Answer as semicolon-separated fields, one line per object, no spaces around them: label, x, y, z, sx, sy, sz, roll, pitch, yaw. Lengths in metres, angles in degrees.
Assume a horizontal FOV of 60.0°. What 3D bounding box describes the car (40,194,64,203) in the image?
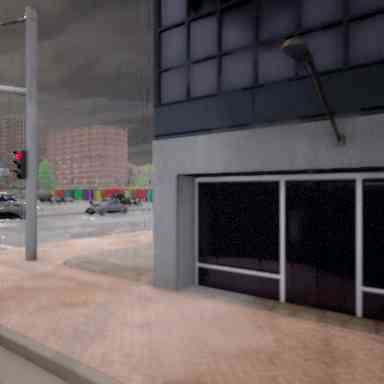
car;-26.550;1.149;62.188;4.605;1.855;1.932;0;0;35

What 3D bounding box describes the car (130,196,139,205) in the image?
car;-10.557;1.392;54.436;3.806;1.475;1.970;0;0;35

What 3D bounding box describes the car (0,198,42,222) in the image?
car;-14.250;1.490;24.645;2.128;1.511;4.902;0;0;36

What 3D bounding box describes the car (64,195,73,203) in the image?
car;-24.824;1.359;64.514;3.905;1.438;1.784;0;0;35

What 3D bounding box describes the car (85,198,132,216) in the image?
car;-8.351;1.562;32.673;1.994;1.385;4.181;0;0;37

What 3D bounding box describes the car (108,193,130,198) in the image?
car;-12.239;1.153;52.080;3.866;1.878;1.905;0;0;35
